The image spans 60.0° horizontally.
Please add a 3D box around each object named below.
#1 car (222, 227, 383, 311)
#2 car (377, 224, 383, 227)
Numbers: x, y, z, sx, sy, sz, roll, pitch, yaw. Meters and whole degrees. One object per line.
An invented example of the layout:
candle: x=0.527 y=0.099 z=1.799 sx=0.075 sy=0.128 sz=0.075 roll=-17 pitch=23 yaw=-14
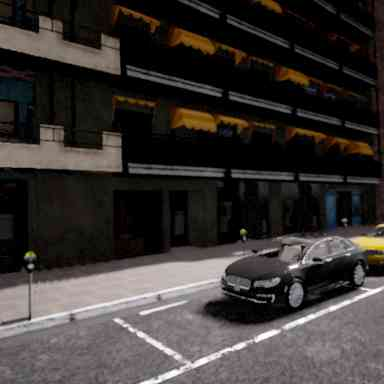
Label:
car: x=2.661 y=1.734 z=8.157 sx=4.403 sy=1.369 sz=2.008 roll=0 pitch=-2 yaw=-37
car: x=7.050 y=1.672 z=11.505 sx=4.829 sy=1.417 sz=1.752 roll=0 pitch=-2 yaw=-37
